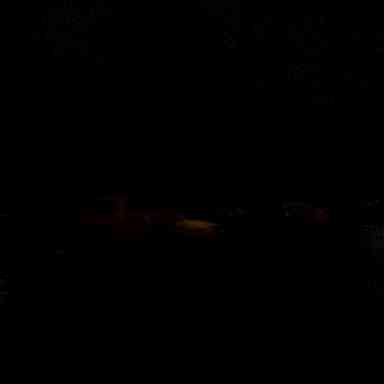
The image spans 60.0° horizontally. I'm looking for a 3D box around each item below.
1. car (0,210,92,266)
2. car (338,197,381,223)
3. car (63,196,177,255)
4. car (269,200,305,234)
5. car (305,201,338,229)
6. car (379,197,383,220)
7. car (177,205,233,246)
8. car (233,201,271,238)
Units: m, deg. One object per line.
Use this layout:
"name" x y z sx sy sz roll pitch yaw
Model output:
"car" -6.063 1.521 11.725 4.792 1.488 2.163 -1 -1 34
"car" 10.641 1.357 24.028 4.792 1.488 2.163 -1 0 33
"car" -3.700 1.218 13.485 5.566 2.045 2.435 -1 0 34
"car" 3.564 1.271 18.682 4.553 1.767 2.185 -1 0 34
"car" 5.934 1.374 20.452 5.008 1.535 2.097 -1 0 34
"car" 13.057 1.333 25.797 4.792 1.488 2.163 -1 -1 33
"car" -1.104 1.439 15.107 5.366 1.575 1.946 -1 -1 34
"car" 1.148 1.422 16.944 4.892 1.521 2.231 -1 0 34
